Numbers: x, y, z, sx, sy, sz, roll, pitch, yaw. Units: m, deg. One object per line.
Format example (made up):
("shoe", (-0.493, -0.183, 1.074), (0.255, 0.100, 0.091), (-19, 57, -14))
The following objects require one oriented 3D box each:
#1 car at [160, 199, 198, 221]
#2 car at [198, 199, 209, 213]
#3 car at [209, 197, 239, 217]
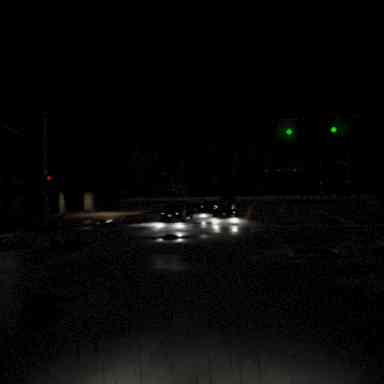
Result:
("car", (-1.130, 1.507, 27.050), (1.837, 1.490, 4.892), (-1, 0, 13))
("car", (0.789, 1.488, 36.159), (1.812, 1.442, 4.674), (-1, 0, 12))
("car", (3.164, 1.276, 30.367), (2.097, 1.767, 4.553), (-1, 0, 12))
